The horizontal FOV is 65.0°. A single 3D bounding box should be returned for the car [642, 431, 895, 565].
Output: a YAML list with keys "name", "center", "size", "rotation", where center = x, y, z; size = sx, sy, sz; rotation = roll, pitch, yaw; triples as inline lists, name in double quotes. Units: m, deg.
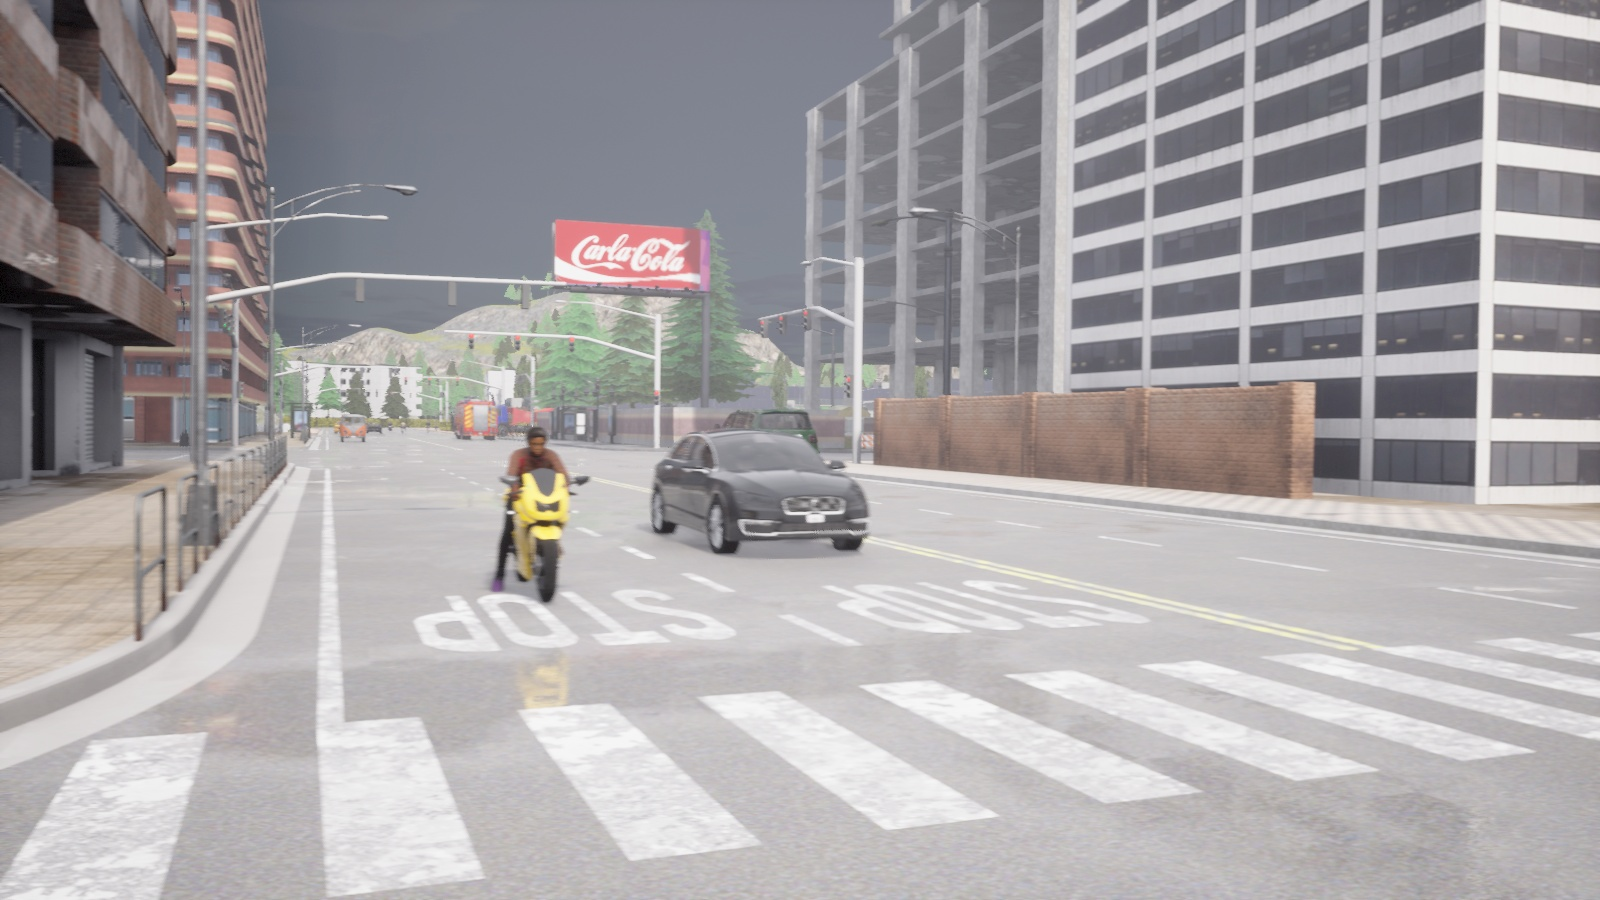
- name: "car"
  center: [-0.612, 0.502, 16.712]
  size: [1.837, 1.490, 4.892]
  rotation: [-1, 1, -21]

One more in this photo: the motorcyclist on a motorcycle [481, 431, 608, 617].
- name: "motorcyclist on a motorcycle"
  center: [-2.374, 0.597, 11.461]
  size: [0.797, 1.523, 2.044]
  rotation: [-1, 1, -21]

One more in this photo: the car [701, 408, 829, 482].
- name: "car"
  center: [-1.181, -0.188, 38.030]
  size: [2.150, 2.045, 5.566]
  rotation: [-1, 1, -21]

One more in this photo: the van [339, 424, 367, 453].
- name: "van"
  center: [-32.310, -0.862, 90.784]
  size: [1.775, 1.987, 4.442]
  rotation: [-1, 1, -21]
